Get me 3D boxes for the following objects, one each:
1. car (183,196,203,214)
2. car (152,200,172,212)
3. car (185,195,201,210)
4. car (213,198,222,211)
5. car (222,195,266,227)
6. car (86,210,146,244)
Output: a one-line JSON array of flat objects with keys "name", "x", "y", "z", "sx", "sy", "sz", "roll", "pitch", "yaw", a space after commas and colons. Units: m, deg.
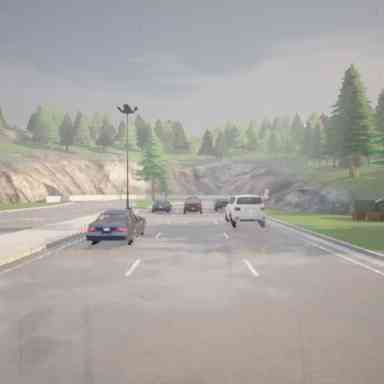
[{"name": "car", "x": 0.097, "y": 1.476, "z": 35.272, "sx": 1.882, "sy": 1.535, "sz": 5.008, "roll": 0, "pitch": 0, "yaw": 0}, {"name": "car", "x": -3.392, "y": 1.563, "z": 38.066, "sx": 1.994, "sy": 1.385, "sz": 4.181, "roll": 0, "pitch": 0, "yaw": 0}, {"name": "car", "x": 0.196, "y": 1.351, "z": 44.502, "sx": 2.097, "sy": 1.767, "sz": 4.553, "roll": 0, "pitch": 0, "yaw": 1}, {"name": "car", "x": 3.625, "y": 1.503, "z": 40.183, "sx": 1.837, "sy": 1.490, "sz": 4.892, "roll": 0, "pitch": 0, "yaw": 0}, {"name": "car", "x": 3.603, "y": 1.220, "z": 23.076, "sx": 2.150, "sy": 2.045, "sz": 5.566, "roll": 0, "pitch": 0, "yaw": 0}, {"name": "car", "x": -3.397, "y": 1.547, "z": 15.744, "sx": 2.033, "sy": 1.411, "sz": 5.357, "roll": 0, "pitch": 0, "yaw": 0}]
